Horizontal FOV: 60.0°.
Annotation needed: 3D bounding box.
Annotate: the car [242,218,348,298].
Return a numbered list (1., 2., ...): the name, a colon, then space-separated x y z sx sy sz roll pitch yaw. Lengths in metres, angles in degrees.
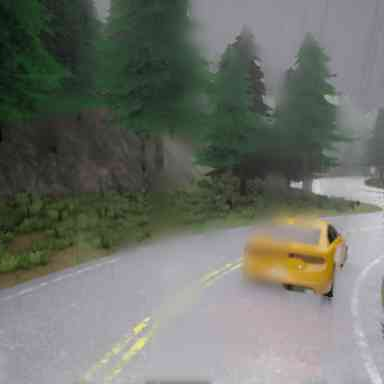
1. car: 2.911 1.428 8.780 1.882 1.535 5.008 3 2 28
